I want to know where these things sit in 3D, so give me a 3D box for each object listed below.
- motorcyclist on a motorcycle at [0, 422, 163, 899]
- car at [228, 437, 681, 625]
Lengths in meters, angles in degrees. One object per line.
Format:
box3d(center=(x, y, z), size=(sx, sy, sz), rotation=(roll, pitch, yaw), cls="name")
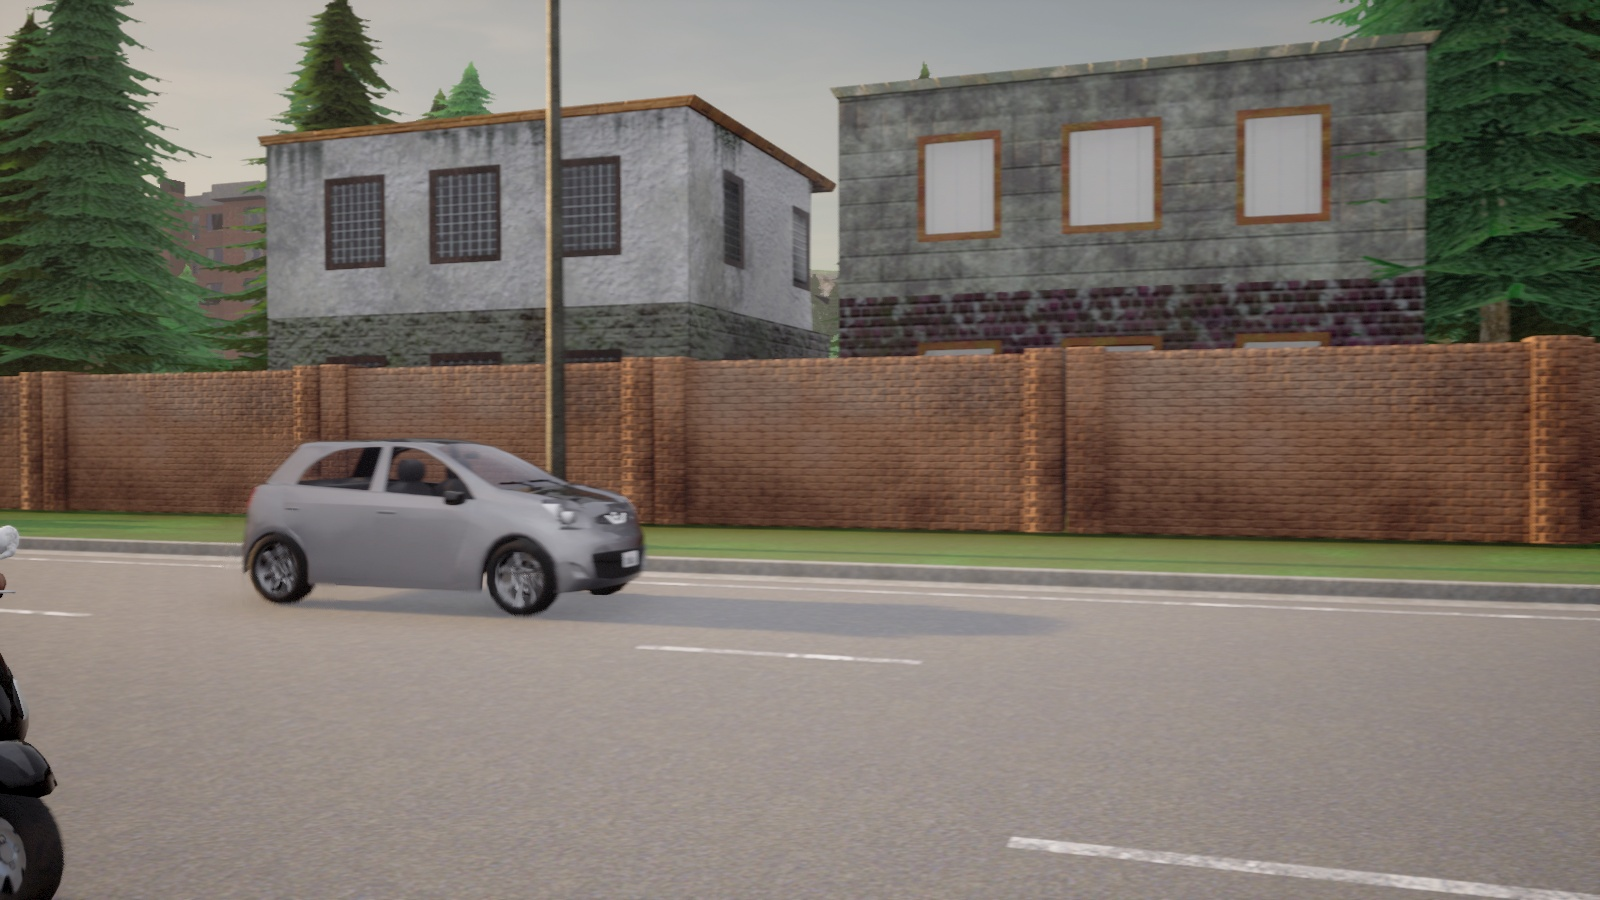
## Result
box3d(center=(-3.233, 0.699, 4.280), size=(1.817, 1.590, 0.866), rotation=(1, 1, 19), cls="motorcyclist on a motorcycle")
box3d(center=(-3.148, 0.642, 11.637), size=(3.633, 1.501, 1.845), rotation=(1, 1, 19), cls="car")
